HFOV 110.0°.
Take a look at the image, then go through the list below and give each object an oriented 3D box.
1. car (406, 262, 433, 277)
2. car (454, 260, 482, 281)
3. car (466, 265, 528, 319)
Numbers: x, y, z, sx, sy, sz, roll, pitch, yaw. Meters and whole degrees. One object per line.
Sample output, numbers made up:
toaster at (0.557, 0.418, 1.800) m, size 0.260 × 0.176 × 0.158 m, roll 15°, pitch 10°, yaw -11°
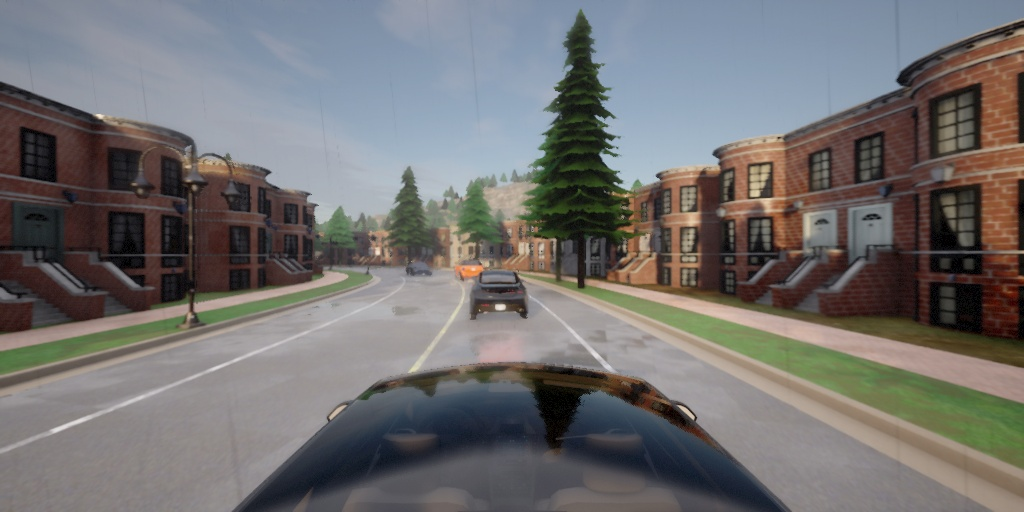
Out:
car at (-9.197, 1.285, 35.221) m, size 2.033 × 1.411 × 5.357 m, roll 0°, pitch 0°, yaw -25°
car at (-3.648, 1.081, 30.562) m, size 2.097 × 1.767 × 4.553 m, roll 0°, pitch 0°, yaw -16°
car at (-0.542, 1.245, 12.861) m, size 1.837 × 1.490 × 4.892 m, roll 0°, pitch 0°, yaw -5°
